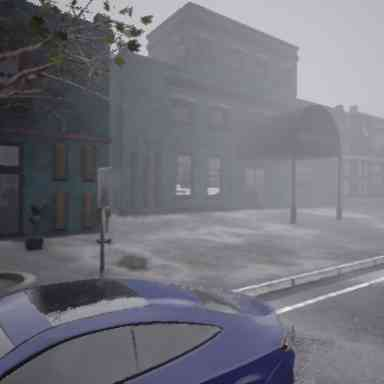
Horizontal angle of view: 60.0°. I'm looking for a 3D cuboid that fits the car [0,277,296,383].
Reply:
[{"bbox_3d":[-1.132,1.526,2.571,4.674,1.442,1.812,0,0,-35],"label":"car"}]
